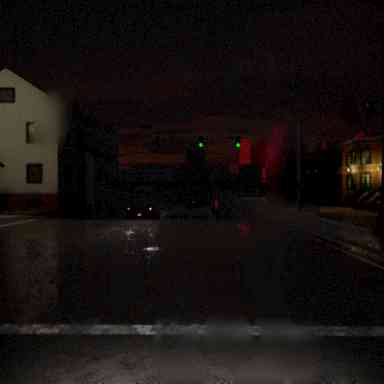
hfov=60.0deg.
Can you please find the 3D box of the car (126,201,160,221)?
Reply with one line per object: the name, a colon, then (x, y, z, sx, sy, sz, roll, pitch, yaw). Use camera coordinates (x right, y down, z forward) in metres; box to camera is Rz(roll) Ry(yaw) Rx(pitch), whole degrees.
car: (-3.416, 1.304, 23.848, 1.895, 1.301, 4.718, 0, -3, 0)
